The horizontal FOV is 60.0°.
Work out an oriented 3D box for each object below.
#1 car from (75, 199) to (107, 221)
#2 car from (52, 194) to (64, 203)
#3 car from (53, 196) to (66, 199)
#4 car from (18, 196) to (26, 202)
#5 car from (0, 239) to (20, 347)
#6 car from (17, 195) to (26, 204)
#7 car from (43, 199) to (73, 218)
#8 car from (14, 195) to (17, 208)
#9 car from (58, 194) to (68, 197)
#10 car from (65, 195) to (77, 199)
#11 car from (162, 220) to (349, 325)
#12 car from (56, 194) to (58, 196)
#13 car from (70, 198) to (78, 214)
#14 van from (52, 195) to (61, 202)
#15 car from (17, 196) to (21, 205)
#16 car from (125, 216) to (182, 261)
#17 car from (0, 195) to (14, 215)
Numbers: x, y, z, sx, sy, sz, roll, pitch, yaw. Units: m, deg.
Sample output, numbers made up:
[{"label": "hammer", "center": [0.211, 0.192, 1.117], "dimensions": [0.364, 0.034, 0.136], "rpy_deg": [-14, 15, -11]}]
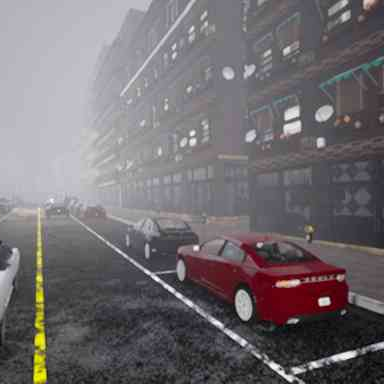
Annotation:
[{"label": "car", "center": [-8.146, 1.556, 27.214], "dimensions": [1.887, 1.381, 4.507], "rpy_deg": [1, -1, -25]}, {"label": "car", "center": [-31.285, 1.483, 77.454], "dimensions": [2.192, 1.841, 5.009], "rpy_deg": [1, -1, -25]}, {"label": "car", "center": [-16.743, 1.533, 39.916], "dimensions": [2.128, 1.511, 4.902], "rpy_deg": [0, 0, -24]}, {"label": "car", "center": [-43.063, 1.813, 84.273], "dimensions": [1.802, 1.307, 4.206], "rpy_deg": [1, -1, -25]}, {"label": "car", "center": [-4.221, 1.603, 5.915], "dimensions": [1.895, 1.301, 4.718], "rpy_deg": [0, 0, -25]}, {"label": "car", "center": [-33.813, 1.446, 64.175], "dimensions": [2.192, 1.841, 5.009], "rpy_deg": [1, -1, -25]}, {"label": "car", "center": [-12.509, 1.586, 30.790], "dimensions": [1.994, 1.385, 4.181], "rpy_deg": [0, 0, -26]}, {"label": "car", "center": [-22.258, 1.365, 39.053], "dimensions": [2.192, 1.841, 5.009], "rpy_deg": [2, -1, -25]}, {"label": "car", "center": [-17.416, 1.369, 47.302], "dimensions": [2.192, 1.841, 5.009], "rpy_deg": [1, -1, -25]}, {"label": "car", "center": [-12.759, 1.471, 37.268], "dimensions": [1.967, 1.590, 4.097], "rpy_deg": [1, -1, -25]}, {"label": "car", "center": [1.098, 1.541, 7.114], "dimensions": [1.887, 1.381, 4.507], "rpy_deg": [1, -1, -25]}, {"label": "car", "center": [-22.042, 1.524, 57.352], "dimensions": [1.967, 1.590, 4.097], "rpy_deg": [1, -1, -25]}, {"label": "car", "center": [-10.456, 1.565, 32.238], "dimensions": [1.887, 1.381, 4.507], "rpy_deg": [1, -1, -25]}, {"label": "van", "center": [-33.597, 1.535, 82.479], "dimensions": [1.690, 1.788, 3.998], "rpy_deg": [1, -1, -25]}, {"label": "car", "center": [-26.886, 1.642, 49.100], "dimensions": [1.947, 1.339, 4.313], "rpy_deg": [1, -1, -25]}, {"label": "car", "center": [-1.213, 1.548, 12.139], "dimensions": [2.008, 1.369, 4.403], "rpy_deg": [1, -1, -25]}, {"label": "car", "center": [-19.948, 1.354, 34.029], "dimensions": [2.192, 1.841, 5.009], "rpy_deg": [2, -1, -25]}]
